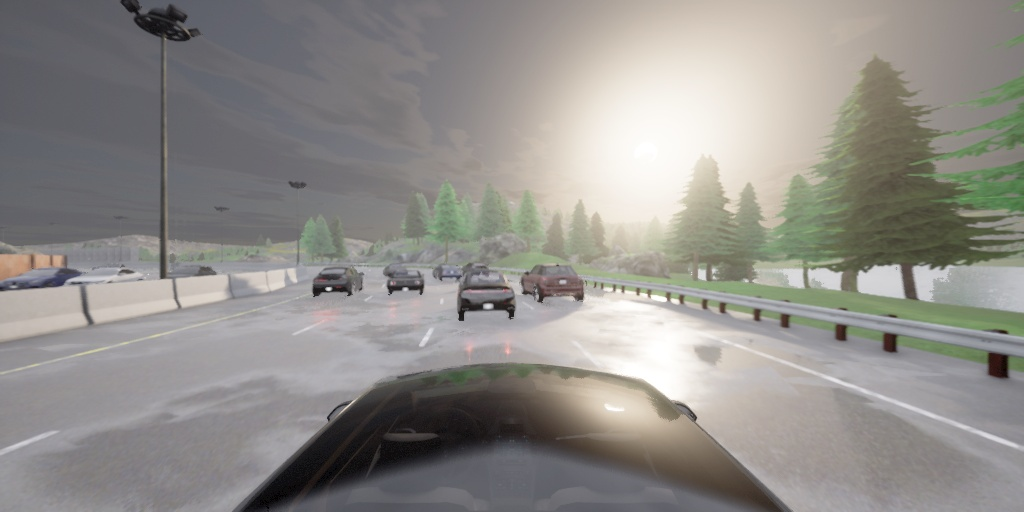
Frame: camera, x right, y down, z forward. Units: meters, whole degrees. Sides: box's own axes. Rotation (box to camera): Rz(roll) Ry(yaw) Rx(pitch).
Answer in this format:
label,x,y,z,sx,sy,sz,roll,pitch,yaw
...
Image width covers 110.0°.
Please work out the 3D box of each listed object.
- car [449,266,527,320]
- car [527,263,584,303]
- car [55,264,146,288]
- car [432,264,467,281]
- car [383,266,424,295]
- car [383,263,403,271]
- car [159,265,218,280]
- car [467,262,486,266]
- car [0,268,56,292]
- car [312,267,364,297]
label,x,y,z,sx,sy,sz,roll,pitch,yaw
car,-1.013,1.273,12.921,2.128,1.511,4.902,0,0,-7
car,1.772,1.131,17.283,2.097,1.767,4.553,0,0,-10
car,-24.870,1.443,22.168,1.812,1.442,4.674,0,0,-20
car,-5.809,1.396,31.682,2.033,1.411,5.357,0,0,-21
car,-5.987,1.424,20.551,1.895,1.301,4.718,0,0,-14
car,-12.166,1.456,37.256,1.994,1.385,4.181,0,0,-26
car,-22.087,1.414,24.685,1.837,1.490,4.892,0,0,-21
car,-3.688,1.353,35.501,1.837,1.490,4.892,0,0,-22
car,-28.561,1.460,22.129,1.812,1.442,4.674,0,0,-21
car,-9.415,1.343,19.652,1.837,1.490,4.892,0,0,-14
